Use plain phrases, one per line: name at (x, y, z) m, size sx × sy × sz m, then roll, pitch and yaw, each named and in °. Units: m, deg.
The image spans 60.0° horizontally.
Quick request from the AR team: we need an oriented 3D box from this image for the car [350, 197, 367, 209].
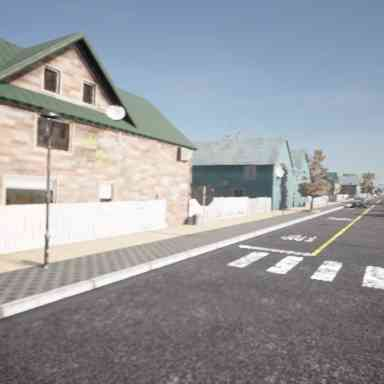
car at (23.601, 1.499, 46.884) m, size 1.837 × 1.490 × 4.892 m, roll 2°, pitch 1°, yaw 31°
